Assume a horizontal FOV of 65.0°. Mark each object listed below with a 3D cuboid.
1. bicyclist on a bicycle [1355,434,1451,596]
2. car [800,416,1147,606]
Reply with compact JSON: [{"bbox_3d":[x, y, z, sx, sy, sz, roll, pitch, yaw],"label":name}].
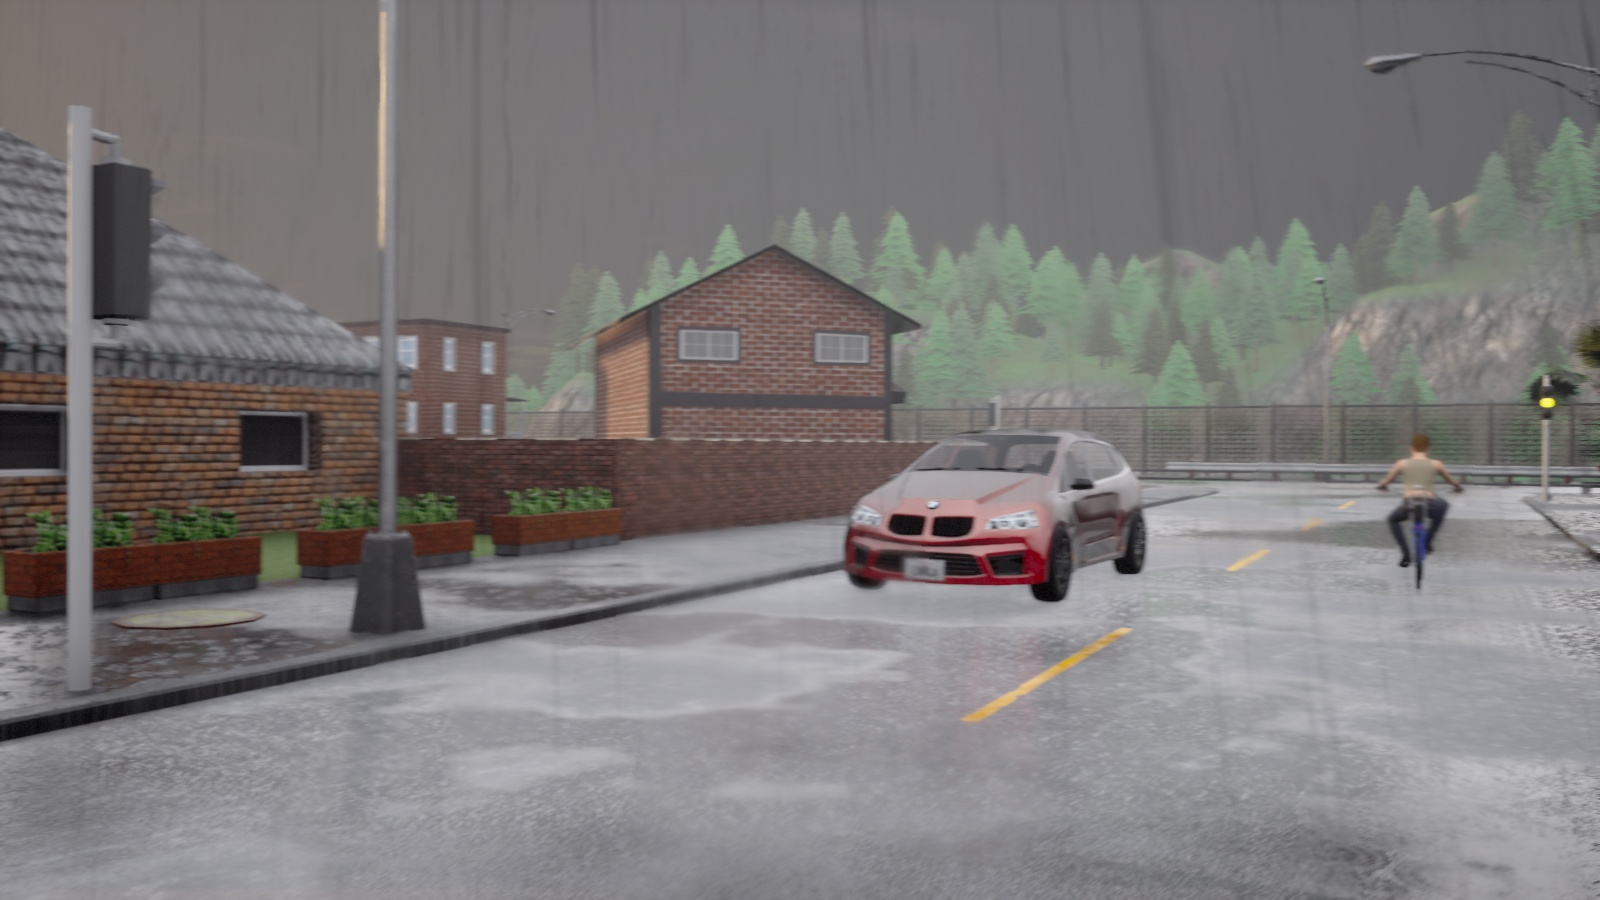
[{"bbox_3d":[6.447,0.646,13.418,0.866,1.612,1.509,1,0,26],"label":"bicyclist on a bicycle"},{"bbox_3d":[2.082,0.523,13.583,2.242,1.667,4.611,1,0,28],"label":"car"}]
